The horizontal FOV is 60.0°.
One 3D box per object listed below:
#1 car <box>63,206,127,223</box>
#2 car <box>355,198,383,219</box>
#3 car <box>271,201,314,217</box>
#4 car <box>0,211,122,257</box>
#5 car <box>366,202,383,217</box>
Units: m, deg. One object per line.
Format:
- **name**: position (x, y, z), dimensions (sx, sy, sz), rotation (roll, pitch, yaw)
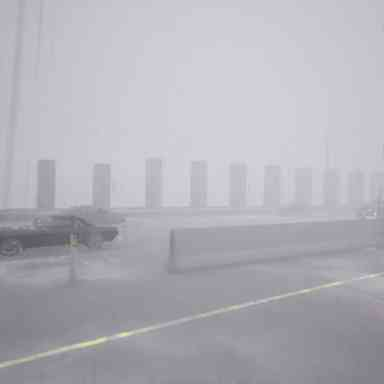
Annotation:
- **car**: position (-6.771, 1.552, 20.453), dimensions (5.357, 1.411, 2.033), rotation (1, 0, -33)
- **car**: position (17.516, 1.527, 30.517), dimensions (5.566, 2.045, 2.150), rotation (1, 0, -28)
- **car**: position (10.472, 1.736, 34.663), dimensions (4.902, 1.511, 2.128), rotation (1, 0, -28)
- **car**: position (-5.405, 1.590, 12.918), dimensions (4.718, 1.301, 1.895), rotation (1, 0, -34)
- **car**: position (21.587, 1.878, 36.620), dimensions (4.892, 1.490, 1.837), rotation (1, -1, -27)
